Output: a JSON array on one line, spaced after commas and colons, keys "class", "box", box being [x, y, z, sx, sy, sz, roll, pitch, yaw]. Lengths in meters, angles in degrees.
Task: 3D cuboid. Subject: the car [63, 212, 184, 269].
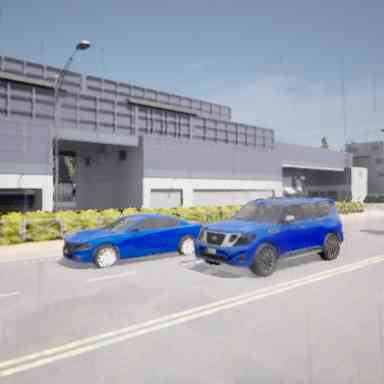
[{"class": "car", "box": [-1.829, 1.505, 11.545, 5.008, 1.535, 1.882, 0, 0, -38]}]

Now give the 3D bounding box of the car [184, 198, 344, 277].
[{"class": "car", "box": [2.696, 1.226, 10.664, 5.566, 2.045, 2.150, 0, 0, -38]}]
